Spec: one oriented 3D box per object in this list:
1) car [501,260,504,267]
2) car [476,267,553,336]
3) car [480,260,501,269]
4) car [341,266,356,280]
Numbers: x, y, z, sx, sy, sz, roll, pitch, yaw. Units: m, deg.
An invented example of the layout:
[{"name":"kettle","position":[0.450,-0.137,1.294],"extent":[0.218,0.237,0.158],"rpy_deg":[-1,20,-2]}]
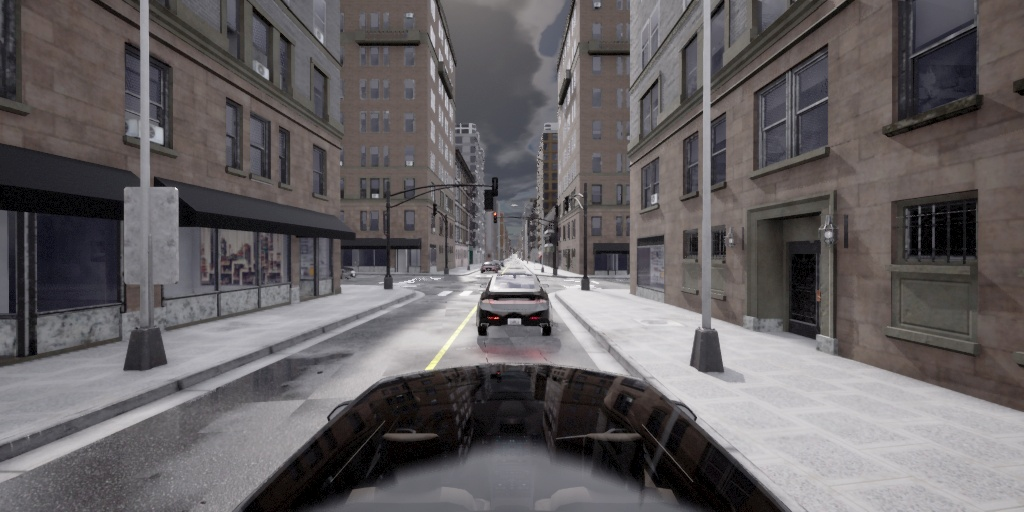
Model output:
[{"name":"car","position":[-2.617,1.334,53.987],"extent":[1.837,1.490,4.892],"rpy_deg":[0,0,0]},{"name":"car","position":[0.076,1.243,10.380],"extent":[2.128,1.511,4.902],"rpy_deg":[0,0,1]},{"name":"car","position":[-2.713,1.372,44.035],"extent":[1.994,1.385,4.181],"rpy_deg":[0,0,1]},{"name":"car","position":[-14.040,1.079,26.287],"extent":[4.902,1.511,2.128],"rpy_deg":[1,0,0]}]
